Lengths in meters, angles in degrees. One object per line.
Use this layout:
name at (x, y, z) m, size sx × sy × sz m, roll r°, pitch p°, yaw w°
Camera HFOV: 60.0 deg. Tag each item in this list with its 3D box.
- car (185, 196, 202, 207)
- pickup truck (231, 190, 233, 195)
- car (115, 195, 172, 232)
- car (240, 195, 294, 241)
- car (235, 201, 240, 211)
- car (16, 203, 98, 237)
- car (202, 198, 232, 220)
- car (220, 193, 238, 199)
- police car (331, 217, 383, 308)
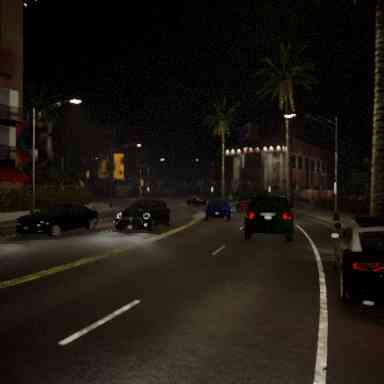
car at (0.461, 1.313, 46.778) m, size 2.128 × 1.511 × 4.902 m, roll 0°, pitch 0°, yaw -17°
pickup truck at (11.490, 0.863, 75.490) m, size 2.390 × 2.098 × 6.274 m, roll 0°, pitch 0°, yaw 37°
car at (-2.743, 1.259, 19.671) m, size 2.097 × 1.767 × 4.553 m, roll 0°, pitch 0°, yaw 13°
car at (3.907, 1.178, 16.788) m, size 2.150 × 2.045 × 5.566 m, roll 0°, pitch 0°, yaw 14°
car at (5.884, 1.458, 35.926) m, size 1.994 × 1.385 × 4.181 m, roll 0°, pitch 0°, yaw -2°
car at (-6.898, 1.371, 17.547) m, size 1.882 × 1.535 × 5.008 m, roll 1°, pitch 0°, yaw 16°
car at (2.152, 1.386, 26.812) m, size 1.882 × 1.535 × 5.008 m, roll 0°, pitch 0°, yaw 7°
car at (10.100, 1.123, 91.590) m, size 4.674 × 1.452 × 2.002 m, roll 0°, pitch 0°, yaw 37°
police car at (4.439, 1.418, 7.862) m, size 1.930 × 1.638 × 5.238 m, roll 0°, pitch 0°, yaw 20°
